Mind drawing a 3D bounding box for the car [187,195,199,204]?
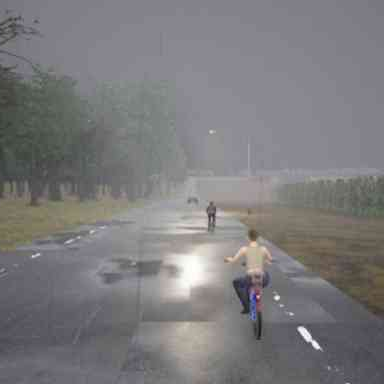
[{"bbox_3d":[0.135,1.299,57.767,1.837,1.490,4.892,0,0,0],"label":"car"}]

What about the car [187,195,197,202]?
[{"bbox_3d":[0.047,1.385,74.003,2.128,1.511,4.902,0,0,0],"label":"car"}]

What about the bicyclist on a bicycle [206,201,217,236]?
[{"bbox_3d":[0.976,1.298,16.507,0.582,1.620,1.656,0,0,0],"label":"bicyclist on a bicycle"}]

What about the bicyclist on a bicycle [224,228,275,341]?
[{"bbox_3d":[0.967,1.381,5.418,0.866,1.612,1.509,0,0,0],"label":"bicyclist on a bicycle"}]
